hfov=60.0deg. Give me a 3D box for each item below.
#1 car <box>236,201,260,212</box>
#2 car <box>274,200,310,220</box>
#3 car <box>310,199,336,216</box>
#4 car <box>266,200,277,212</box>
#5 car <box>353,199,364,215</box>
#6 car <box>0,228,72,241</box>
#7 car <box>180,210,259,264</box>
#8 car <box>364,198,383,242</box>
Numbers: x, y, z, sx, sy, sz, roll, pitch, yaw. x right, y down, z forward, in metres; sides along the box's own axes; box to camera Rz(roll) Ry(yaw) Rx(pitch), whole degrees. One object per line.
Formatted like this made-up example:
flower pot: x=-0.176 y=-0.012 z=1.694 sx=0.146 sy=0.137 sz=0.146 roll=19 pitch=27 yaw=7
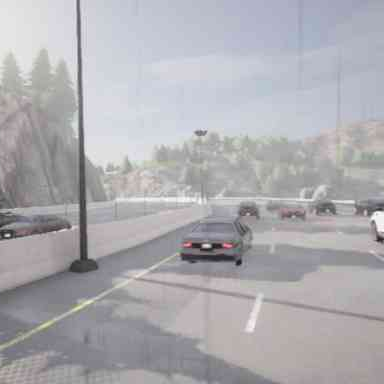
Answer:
car: x=5.094 y=1.599 z=30.123 sx=1.837 sy=1.490 sz=4.892 roll=-1 pitch=0 yaw=10
car: x=8.203 y=1.597 z=27.696 sx=1.895 sy=1.301 sz=4.718 roll=-2 pitch=0 yaw=11
car: x=12.498 y=1.422 z=32.140 sx=1.837 sy=1.490 sz=4.892 roll=-1 pitch=0 yaw=9
car: x=10.033 y=1.642 z=40.040 sx=1.895 sy=1.301 sz=4.718 roll=-2 pitch=0 yaw=7
car: x=15.503 y=1.319 z=28.775 sx=1.837 sy=1.490 sz=4.892 roll=-1 pitch=0 yaw=10
car: x=-8.426 y=1.919 z=18.044 sx=1.994 sy=1.385 sz=4.181 roll=-2 pitch=0 yaw=14
car: x=1.078 y=1.611 z=12.047 sx=2.033 sy=1.411 sz=5.357 roll=-2 pitch=0 yaw=15
car: x=8.378 y=1.097 z=12.323 sx=2.150 sy=2.045 sz=5.566 roll=-2 pitch=0 yaw=15
